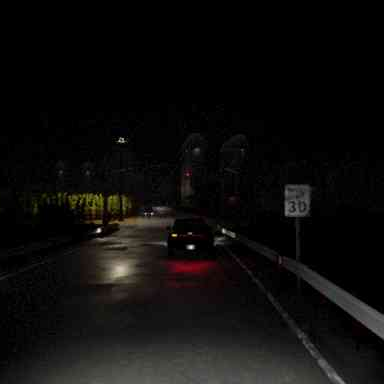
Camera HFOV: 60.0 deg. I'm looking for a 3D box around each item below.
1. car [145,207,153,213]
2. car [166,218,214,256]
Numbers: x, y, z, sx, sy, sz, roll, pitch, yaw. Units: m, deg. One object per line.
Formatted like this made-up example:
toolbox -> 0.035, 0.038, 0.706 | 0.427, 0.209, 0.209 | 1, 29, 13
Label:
car -> -10.352, 4.227, 79.885 | 1.812, 1.442, 4.674 | 0, -2, -8
car -> -0.095, 1.909, 14.712 | 1.837, 1.490, 4.892 | 0, -3, -1
